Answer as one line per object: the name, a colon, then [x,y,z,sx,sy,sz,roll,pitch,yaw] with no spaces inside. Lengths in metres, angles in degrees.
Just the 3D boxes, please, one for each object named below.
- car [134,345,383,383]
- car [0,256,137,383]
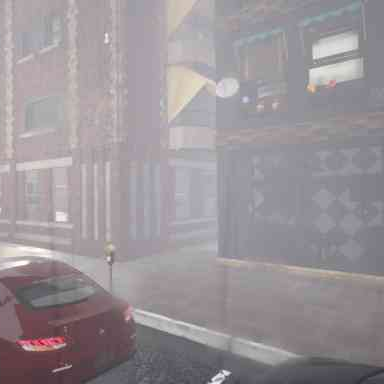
car: [2.006,1.566,1.418,4.313,1.339,1.947,0,-1,35]
car: [-2.603,1.583,4.698,4.206,1.307,1.802,0,-1,35]
